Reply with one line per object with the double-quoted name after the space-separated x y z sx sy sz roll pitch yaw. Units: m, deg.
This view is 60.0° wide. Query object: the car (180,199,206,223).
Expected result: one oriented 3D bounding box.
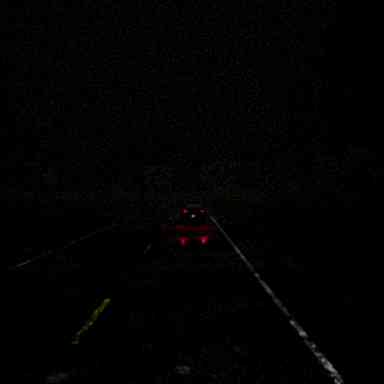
0.081 1.495 25.350 1.812 1.442 4.674 0 0 0 "car"
